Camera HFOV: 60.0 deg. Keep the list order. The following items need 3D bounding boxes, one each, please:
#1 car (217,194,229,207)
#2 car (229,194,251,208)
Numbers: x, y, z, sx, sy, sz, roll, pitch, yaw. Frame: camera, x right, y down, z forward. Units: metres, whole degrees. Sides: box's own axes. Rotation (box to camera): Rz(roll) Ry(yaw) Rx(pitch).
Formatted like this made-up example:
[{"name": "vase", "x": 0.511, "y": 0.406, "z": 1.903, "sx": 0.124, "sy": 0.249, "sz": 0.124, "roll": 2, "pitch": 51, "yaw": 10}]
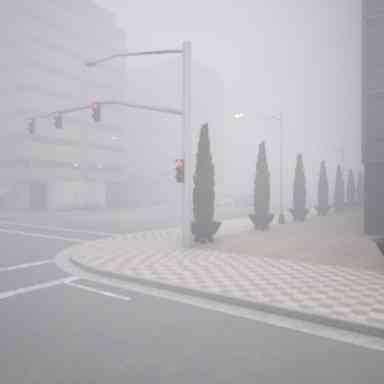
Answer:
[{"name": "car", "x": 5.462, "y": 1.276, "z": 52.421, "sx": 2.150, "sy": 2.045, "sz": 5.566, "roll": 0, "pitch": 0, "yaw": 36}, {"name": "car", "x": 8.324, "y": 1.277, "z": 50.407, "sx": 2.150, "sy": 2.045, "sz": 5.566, "roll": 0, "pitch": 0, "yaw": 36}]
